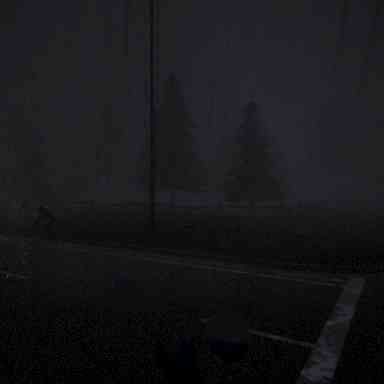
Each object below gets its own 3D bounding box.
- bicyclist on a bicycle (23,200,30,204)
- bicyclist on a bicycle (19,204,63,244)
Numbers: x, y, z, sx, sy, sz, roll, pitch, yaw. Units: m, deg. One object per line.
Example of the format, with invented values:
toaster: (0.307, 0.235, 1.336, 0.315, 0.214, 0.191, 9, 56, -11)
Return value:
bicyclist on a bicycle: (-9.259, 1.266, 18.606, 0.582, 1.620, 1.656, 0, 1, -2)
bicyclist on a bicycle: (-6.417, 1.425, 14.482, 0.582, 1.620, 1.656, 0, 1, 44)
